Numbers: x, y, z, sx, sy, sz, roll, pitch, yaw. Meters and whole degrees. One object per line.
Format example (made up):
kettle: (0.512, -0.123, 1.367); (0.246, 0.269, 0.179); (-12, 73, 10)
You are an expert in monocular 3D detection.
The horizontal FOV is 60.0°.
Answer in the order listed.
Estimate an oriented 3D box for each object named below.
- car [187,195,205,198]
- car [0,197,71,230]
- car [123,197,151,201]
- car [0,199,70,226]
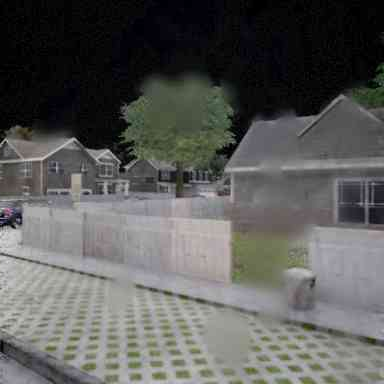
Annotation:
car: (0.340, 1.100, 39.623); (1.882, 1.535, 5.008); (1, 1, 34)
car: (-9.377, 1.175, 20.005); (2.097, 1.767, 4.553); (1, 1, 33)
car: (-5.388, 1.212, 31.136); (1.837, 1.490, 4.892); (1, 1, 34)
car: (-10.981, 1.313, 22.860); (1.812, 1.442, 4.674); (1, 1, 33)
